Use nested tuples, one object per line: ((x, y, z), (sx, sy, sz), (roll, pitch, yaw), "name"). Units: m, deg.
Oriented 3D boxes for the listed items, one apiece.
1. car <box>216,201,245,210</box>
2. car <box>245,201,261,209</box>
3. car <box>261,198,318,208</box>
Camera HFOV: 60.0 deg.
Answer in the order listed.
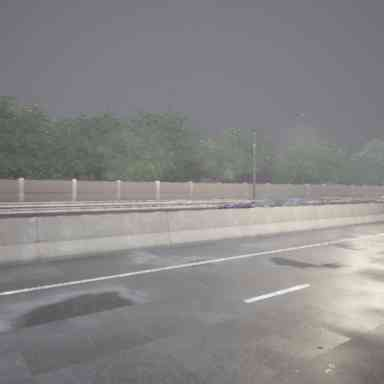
((4.652, 1.576, 33.101), (4.718, 1.301, 1.895), (0, 0, -35), "car")
((7.511, 1.326, 30.839), (4.553, 1.767, 2.097), (0, 0, -35), "car")
((8.259, 1.454, 27.075), (5.008, 1.535, 1.882), (0, 0, -35), "car")
